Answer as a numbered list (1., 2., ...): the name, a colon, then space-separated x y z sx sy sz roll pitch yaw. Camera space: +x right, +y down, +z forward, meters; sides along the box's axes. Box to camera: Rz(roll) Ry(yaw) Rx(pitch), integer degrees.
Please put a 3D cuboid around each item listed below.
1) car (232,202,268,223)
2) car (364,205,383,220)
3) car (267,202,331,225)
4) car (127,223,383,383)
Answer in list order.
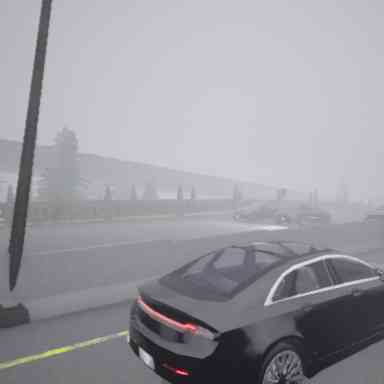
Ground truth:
1. car: 5.103 1.454 24.779 4.674 1.442 1.812 0 0 -35
2. car: 13.720 1.490 22.284 5.357 1.411 2.033 1 0 -35
3. car: 7.349 1.495 22.082 4.181 1.385 1.994 0 0 -35
4. car: 1.510 1.478 4.820 4.902 1.511 2.128 0 0 -35
